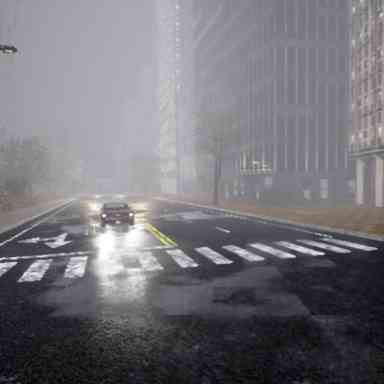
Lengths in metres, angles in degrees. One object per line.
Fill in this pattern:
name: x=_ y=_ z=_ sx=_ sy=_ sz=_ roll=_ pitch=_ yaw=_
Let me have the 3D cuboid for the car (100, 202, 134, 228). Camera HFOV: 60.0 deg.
car: x=-4.653 y=1.318 z=20.348 sx=1.895 sy=1.301 sz=4.718 roll=-2 pitch=1 yaw=-16
